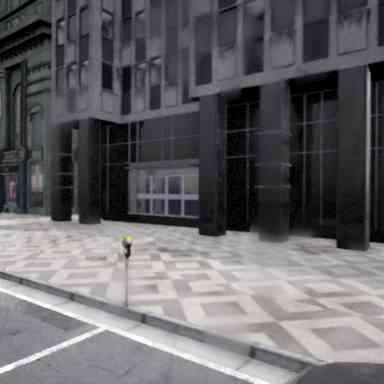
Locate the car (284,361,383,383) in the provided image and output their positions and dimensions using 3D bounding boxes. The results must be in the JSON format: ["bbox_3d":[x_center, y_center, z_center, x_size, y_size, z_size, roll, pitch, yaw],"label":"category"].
[{"bbox_3d":[2.352,1.556,1.282,4.403,1.369,2.008,0,0,36],"label":"car"}]
